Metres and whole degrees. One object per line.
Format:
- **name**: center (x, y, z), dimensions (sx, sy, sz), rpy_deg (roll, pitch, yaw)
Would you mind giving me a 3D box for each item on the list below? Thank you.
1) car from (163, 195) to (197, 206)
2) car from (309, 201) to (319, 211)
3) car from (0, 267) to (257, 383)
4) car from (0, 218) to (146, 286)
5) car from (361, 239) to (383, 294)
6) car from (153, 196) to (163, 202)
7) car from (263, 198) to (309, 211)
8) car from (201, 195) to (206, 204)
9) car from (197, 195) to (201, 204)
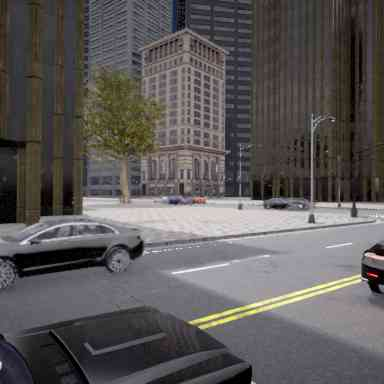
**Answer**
- **car**: center (-1.956, 1.301, 52.932), dimensions (2.097, 1.767, 4.553), rpy_deg (1, -1, -42)
- **car**: center (12.969, 1.477, 40.284), dimensions (2.128, 1.511, 4.902), rpy_deg (1, 0, -39)
- **car**: center (-1.747, 1.601, 2.195), dimensions (4.718, 1.301, 1.895), rpy_deg (0, 0, -36)
- **car**: center (-3.654, 1.492, 9.058), dimensions (4.902, 1.511, 2.128), rpy_deg (0, 0, -35)
- **car**: center (5.774, 1.492, 7.556), dimensions (4.902, 1.511, 2.128), rpy_deg (0, 0, -35)
- **car**: center (-6.418, 1.569, 72.102), dimensions (1.812, 1.442, 4.674), rpy_deg (1, -1, -45)
- **car**: center (10.409, 1.443, 38.277), dimensions (2.128, 1.511, 4.902), rpy_deg (1, 0, -39)
- **car**: center (0.541, 1.398, 64.915), dimensions (2.097, 1.767, 4.553), rpy_deg (1, -1, -43)
- **car**: center (-1.113, 1.545, 56.868), dimensions (1.994, 1.385, 4.181), rpy_deg (1, 0, -42)
